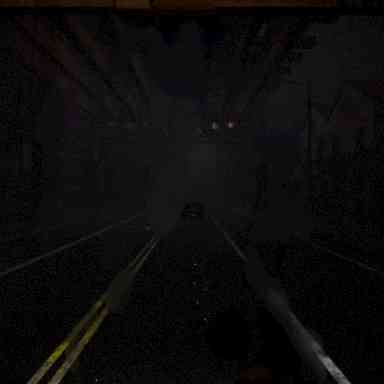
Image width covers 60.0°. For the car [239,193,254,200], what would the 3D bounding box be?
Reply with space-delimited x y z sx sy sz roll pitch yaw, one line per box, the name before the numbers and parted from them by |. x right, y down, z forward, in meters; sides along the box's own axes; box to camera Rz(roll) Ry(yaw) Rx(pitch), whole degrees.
car | 13.268 1.138 73.877 4.974 1.542 2.038 0 1 -20

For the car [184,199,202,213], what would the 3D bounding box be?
car | 0.103 1.546 38.557 2.033 1.411 5.357 0 0 0

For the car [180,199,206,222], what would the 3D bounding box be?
car | 0.101 1.514 26.429 1.882 1.535 5.008 0 0 0

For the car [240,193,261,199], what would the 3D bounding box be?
car | 13.642 0.941 78.012 4.536 1.218 1.853 0 1 25

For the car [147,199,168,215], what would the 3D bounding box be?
car | -3.597 1.494 34.966 1.882 1.535 5.008 0 0 0

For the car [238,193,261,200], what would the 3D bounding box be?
car | 13.595 1.098 78.035 4.974 1.542 2.038 0 1 25

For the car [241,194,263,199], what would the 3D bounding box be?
car | 13.317 0.980 73.893 4.536 1.218 1.853 0 1 -20
